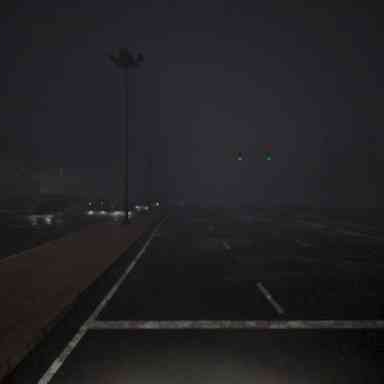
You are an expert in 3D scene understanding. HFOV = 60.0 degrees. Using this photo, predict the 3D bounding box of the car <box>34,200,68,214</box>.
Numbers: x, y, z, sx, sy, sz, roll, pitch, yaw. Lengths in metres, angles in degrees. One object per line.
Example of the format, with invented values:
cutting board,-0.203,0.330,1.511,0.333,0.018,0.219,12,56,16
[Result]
car,-16.008,1.684,38.025,1.882,1.535,5.008,0,0,5

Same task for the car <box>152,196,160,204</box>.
car,-8.475,1.754,75.409,2.097,1.767,4.553,0,0,1

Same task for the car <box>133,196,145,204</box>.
car,-11.975,1.755,75.458,2.097,1.767,4.553,0,0,1

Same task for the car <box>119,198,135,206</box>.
car,-12.125,1.840,62.163,1.837,1.490,4.892,0,0,1

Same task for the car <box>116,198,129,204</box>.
car,-15.488,1.990,74.200,1.895,1.301,4.718,0,0,1

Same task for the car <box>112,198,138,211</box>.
car,-8.870,1.841,44.516,1.895,1.301,4.718,0,0,1

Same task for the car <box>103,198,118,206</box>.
car,-15.594,1.870,63.787,1.812,1.442,4.674,0,0,1

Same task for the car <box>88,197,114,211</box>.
car,-12.365,1.595,44.841,2.097,1.767,4.553,0,0,1

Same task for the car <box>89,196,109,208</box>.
car,-15.698,1.656,56.440,2.097,1.767,4.553,0,0,1

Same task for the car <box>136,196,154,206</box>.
car,-8.660,1.926,60.537,1.895,1.301,4.718,0,0,1
